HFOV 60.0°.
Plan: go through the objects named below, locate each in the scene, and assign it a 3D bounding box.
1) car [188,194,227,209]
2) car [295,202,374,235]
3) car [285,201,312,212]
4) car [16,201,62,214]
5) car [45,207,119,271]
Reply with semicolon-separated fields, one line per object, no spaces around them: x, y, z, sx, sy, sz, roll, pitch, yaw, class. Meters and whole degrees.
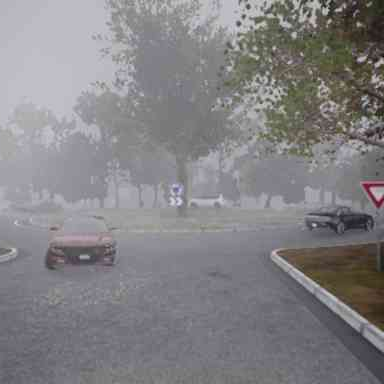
2.153;1.369;47.323;5.566;2.045;2.150;0;0;13;car
8.548;1.557;19.172;4.902;1.511;2.128;0;0;-34;car
13.075;1.733;38.806;1.895;1.301;4.718;0;0;-24;car
-16.810;1.676;37.097;2.033;1.411;5.357;0;0;19;car
-3.709;1.518;11.495;1.882;1.535;5.008;2;-1;-18;car
